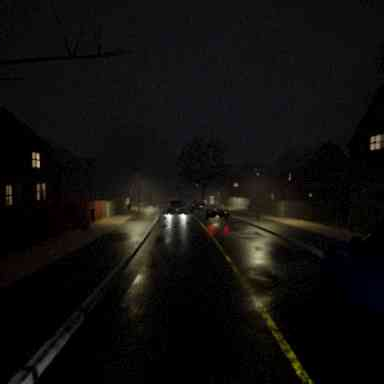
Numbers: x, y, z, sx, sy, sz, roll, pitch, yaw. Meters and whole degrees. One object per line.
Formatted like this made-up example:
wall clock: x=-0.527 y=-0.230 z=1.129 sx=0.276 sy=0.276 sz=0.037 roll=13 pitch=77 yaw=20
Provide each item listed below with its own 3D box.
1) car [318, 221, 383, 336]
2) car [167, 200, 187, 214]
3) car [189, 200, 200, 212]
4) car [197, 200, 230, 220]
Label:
car: x=3.558 y=1.220 z=4.184 sx=2.150 sy=2.045 sz=5.566 roll=0 pitch=0 yaw=-1
car: x=-1.682 y=1.546 z=35.526 sx=1.812 sy=1.442 sz=4.674 roll=0 pitch=0 yaw=-5
car: x=0.768 y=1.585 z=39.502 sx=1.994 sy=1.385 sz=4.181 roll=0 pitch=0 yaw=-6
car: x=1.808 y=1.594 z=27.428 sx=1.895 sy=1.301 sz=4.718 roll=0 pitch=0 yaw=-4
